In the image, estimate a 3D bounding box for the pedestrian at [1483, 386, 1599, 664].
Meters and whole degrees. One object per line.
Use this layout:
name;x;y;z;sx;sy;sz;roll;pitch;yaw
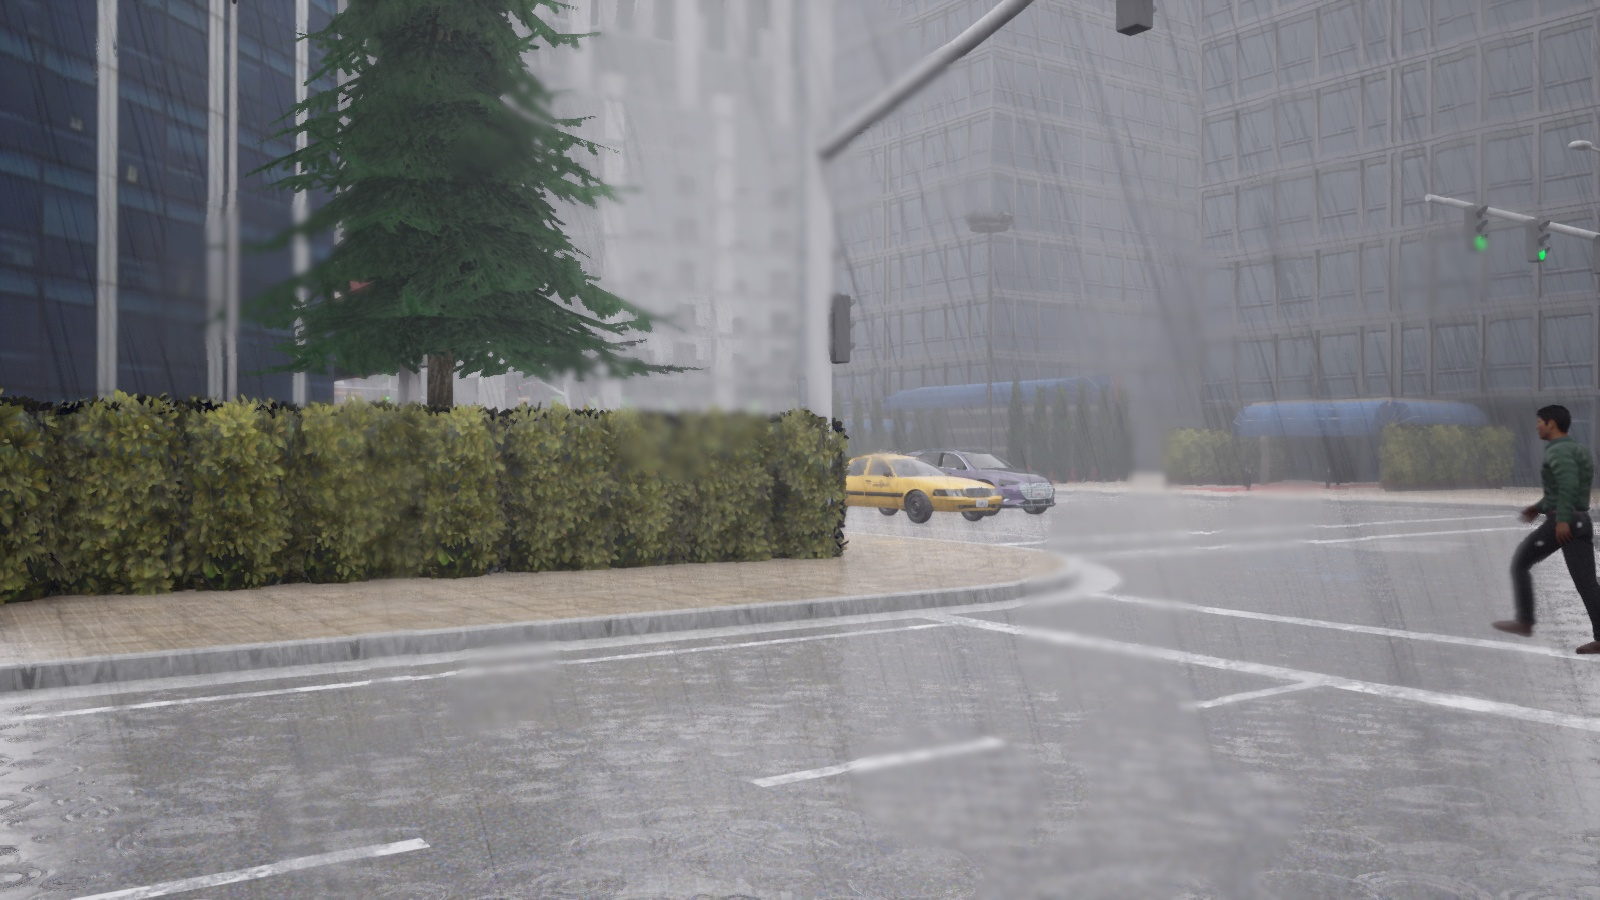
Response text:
pedestrian;5.538;0.524;9.241;0.423;1.949;0.788;0;0;-35

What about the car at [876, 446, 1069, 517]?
car;4.245;0.743;31.635;2.033;1.649;4.856;0;0;-35

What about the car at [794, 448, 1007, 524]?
car;2.141;0.749;28.553;1.801;1.575;5.366;0;0;-35
